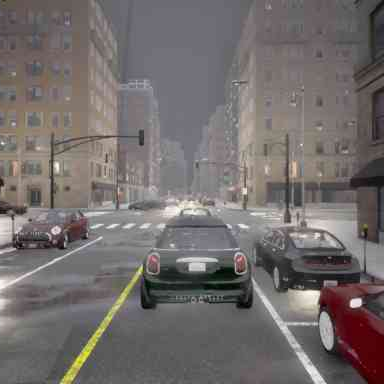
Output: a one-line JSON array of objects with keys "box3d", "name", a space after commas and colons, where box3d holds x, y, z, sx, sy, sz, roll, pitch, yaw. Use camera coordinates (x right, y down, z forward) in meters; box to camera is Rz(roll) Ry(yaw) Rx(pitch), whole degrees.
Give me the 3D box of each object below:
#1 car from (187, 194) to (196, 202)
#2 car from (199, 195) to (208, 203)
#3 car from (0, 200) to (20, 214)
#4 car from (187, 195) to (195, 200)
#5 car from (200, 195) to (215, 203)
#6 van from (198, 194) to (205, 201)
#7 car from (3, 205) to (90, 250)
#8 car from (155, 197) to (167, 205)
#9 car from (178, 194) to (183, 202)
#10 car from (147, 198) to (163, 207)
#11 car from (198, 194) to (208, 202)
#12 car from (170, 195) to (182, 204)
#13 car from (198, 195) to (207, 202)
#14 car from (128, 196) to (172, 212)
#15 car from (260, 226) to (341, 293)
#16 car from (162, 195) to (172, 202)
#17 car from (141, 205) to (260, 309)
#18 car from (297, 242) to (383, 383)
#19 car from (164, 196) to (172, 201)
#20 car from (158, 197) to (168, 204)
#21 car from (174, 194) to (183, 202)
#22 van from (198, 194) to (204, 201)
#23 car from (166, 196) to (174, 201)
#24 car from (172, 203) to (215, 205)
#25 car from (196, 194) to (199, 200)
[{"box3d": [-0.181, 1.707, 80.076, 1.895, 1.301, 4.718, 0, 0, 0], "name": "car"}, {"box3d": [2.528, 1.541, 74.601, 1.967, 1.590, 4.097, 0, 0, 0], "name": "car"}, {"box3d": [-17.594, 1.403, 30.197, 5.008, 1.535, 1.882, 0, 0, -2], "name": "car"}, {"box3d": [-0.249, 1.543, 90.051, 1.994, 1.385, 4.181, 0, 0, 0], "name": "car"}, {"box3d": [2.679, 1.590, 52.572, 1.887, 1.381, 4.507, 0, 0, 0], "name": "car"}, {"box3d": [2.454, 1.481, 85.615, 1.690, 1.788, 3.998, 0, 0, 0], "name": "van"}, {"box3d": [-5.813, 1.445, 14.156, 1.967, 1.590, 4.097, 0, 0, 0], "name": "car"}, {"box3d": [-5.922, 1.613, 63.533, 1.887, 1.381, 4.507, 0, 0, 0], "name": "car"}, {"box3d": [-3.115, 1.586, 68.024, 1.837, 1.490, 4.892, 0, 0, 0], "name": "car"}, {"box3d": [-5.847, 1.596, 52.517, 2.008, 1.369, 4.403, 0, 0, 0], "name": "car"}, {"box3d": [2.602, 1.595, 63.756, 1.752, 1.417, 4.829, 0, 0, 0], "name": "car"}, {"box3d": [-3.095, 1.649, 54.157, 1.895, 1.301, 4.718, 0, 0, 0], "name": "car"}, {"box3d": [2.491, 1.560, 80.107, 1.967, 1.590, 4.097, 0, 0, 0], "name": "car"}, {"box3d": [-5.142, 1.573, 39.494, 2.033, 1.411, 5.357, 0, 0, 33], "name": "car"}, {"box3d": [2.698, 1.553, 8.645, 2.008, 1.369, 4.403, 0, 0, 0], "name": "car"}, {"box3d": [-6.034, 1.559, 80.058, 1.967, 1.590, 4.097, 0, 0, 0], "name": "car"}, {"box3d": [0.069, 1.355, 8.043, 2.097, 1.767, 4.553, 0, 0, -1], "name": "car"}, {"box3d": [2.684, 1.545, 3.154, 1.887, 1.381, 4.507, 0, 0, 0], "name": "car"}, {"box3d": [-6.073, 1.722, 85.565, 1.802, 1.307, 4.206, 0, 0, 0], "name": "car"}, {"box3d": [-5.960, 1.665, 69.041, 1.802, 1.307, 4.206, 0, 0, 0], "name": "car"}, {"box3d": [-3.188, 1.471, 81.117, 2.097, 1.767, 4.553, 0, 0, 0], "name": "car"}, {"box3d": [2.415, 1.504, 91.122, 1.690, 1.788, 3.998, 0, 0, 0], "name": "van"}, {"box3d": [-6.111, 1.728, 91.073, 1.947, 1.339, 4.313, 0, 0, 0], "name": "car"}, {"box3d": [0.139, 1.497, 15.345, 2.128, 1.511, 4.902, 0, 0, 0], "name": "car"}, {"box3d": [2.566, 1.399, 69.094, 2.192, 1.841, 5.009, 0, 0, 0], "name": "car"}]
